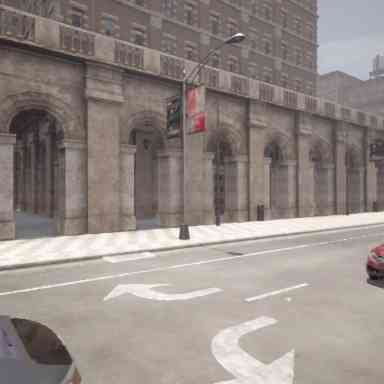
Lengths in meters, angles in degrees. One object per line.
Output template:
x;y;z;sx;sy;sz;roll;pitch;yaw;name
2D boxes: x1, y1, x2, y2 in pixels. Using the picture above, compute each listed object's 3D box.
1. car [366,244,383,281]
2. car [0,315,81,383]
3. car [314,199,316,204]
6.455;1.525;8.752;4.674;1.442;1.812;0;0;-36;car
-2.822;1.563;1.929;4.181;1.385;1.994;0;0;-37;car
20.450;1.594;60.727;1.895;1.301;4.718;0;0;-37;car
